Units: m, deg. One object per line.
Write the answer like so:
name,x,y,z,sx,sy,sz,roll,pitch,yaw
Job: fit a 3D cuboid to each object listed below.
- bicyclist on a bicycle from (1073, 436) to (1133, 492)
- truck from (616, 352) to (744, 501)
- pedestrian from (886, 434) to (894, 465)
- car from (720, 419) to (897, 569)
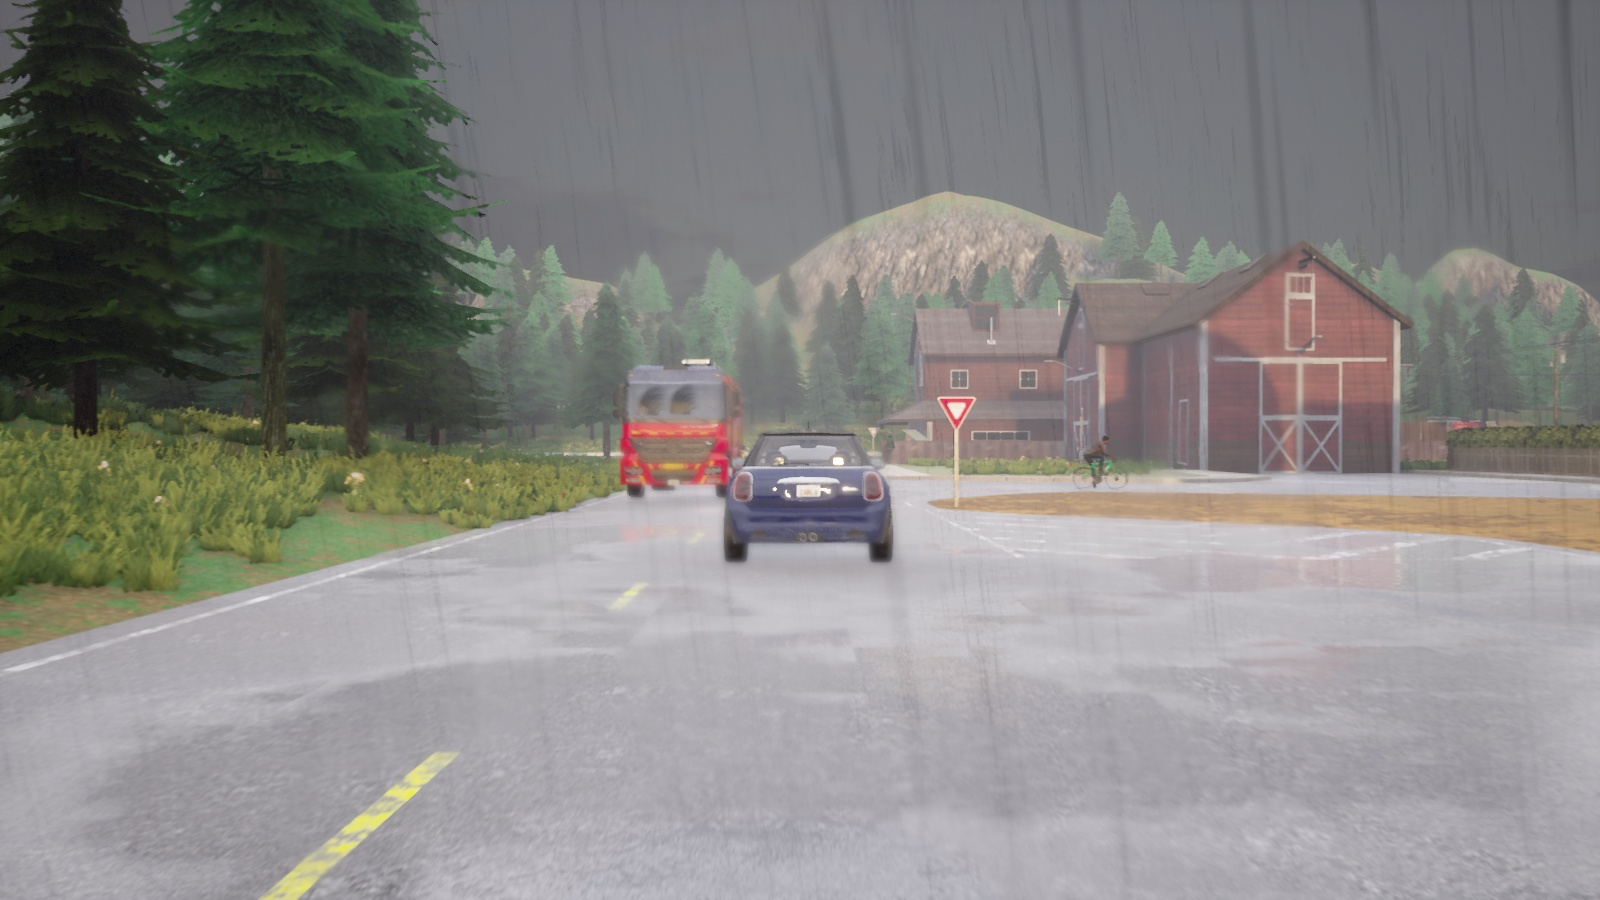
bicyclist on a bicycle,9.049,0.409,37.511,1.656,1.620,0.582,1,1,4
truck,-3.278,-0.626,36.547,2.891,3.827,8.468,0,0,0
pedestrian,5.385,-0.018,75.213,0.353,1.847,0.614,0,0,-13
car,0.113,0.508,17.148,2.097,1.767,4.553,0,0,0
